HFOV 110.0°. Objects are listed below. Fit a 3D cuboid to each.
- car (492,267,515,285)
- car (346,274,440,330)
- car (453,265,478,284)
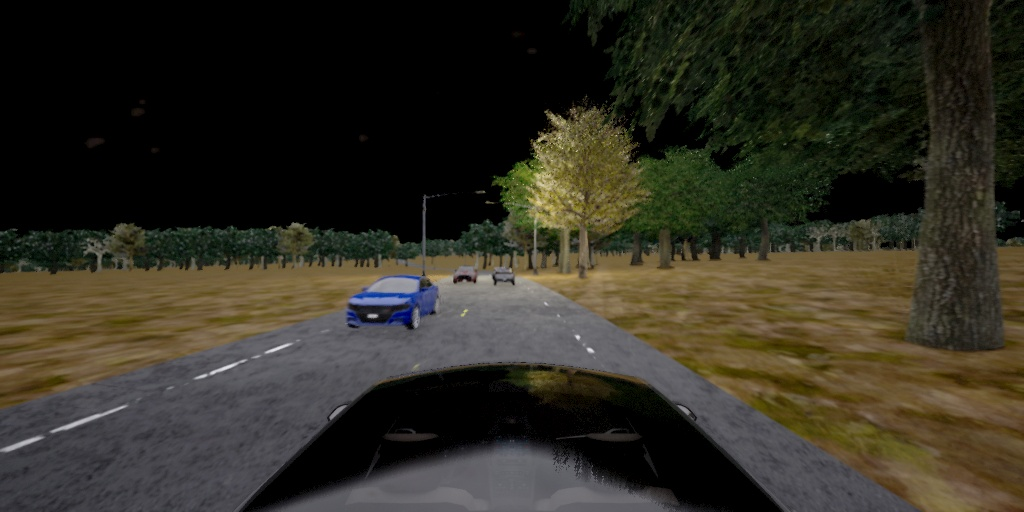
[{"bbox_3d":[-0.731,1.790,32.094,2.128,1.511,4.902,0,-1,-3],"label":"car"},{"bbox_3d":[-3.671,1.370,11.877,1.882,1.535,5.008,1,-2,-1],"label":"car"},{"bbox_3d":[-4.410,1.691,34.581,2.097,1.767,4.553,0,-1,-3],"label":"car"}]
